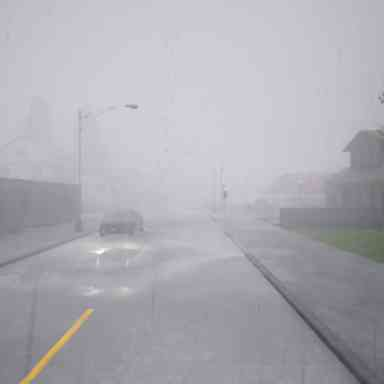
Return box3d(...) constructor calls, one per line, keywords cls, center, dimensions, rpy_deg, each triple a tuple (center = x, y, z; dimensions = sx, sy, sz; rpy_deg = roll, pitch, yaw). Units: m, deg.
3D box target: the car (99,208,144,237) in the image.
box3d(cls="car", center=(-4.050, 1.735, 19.831), dimensions=(1.882, 1.535, 5.008), rpy_deg=(0, -1, 0))
